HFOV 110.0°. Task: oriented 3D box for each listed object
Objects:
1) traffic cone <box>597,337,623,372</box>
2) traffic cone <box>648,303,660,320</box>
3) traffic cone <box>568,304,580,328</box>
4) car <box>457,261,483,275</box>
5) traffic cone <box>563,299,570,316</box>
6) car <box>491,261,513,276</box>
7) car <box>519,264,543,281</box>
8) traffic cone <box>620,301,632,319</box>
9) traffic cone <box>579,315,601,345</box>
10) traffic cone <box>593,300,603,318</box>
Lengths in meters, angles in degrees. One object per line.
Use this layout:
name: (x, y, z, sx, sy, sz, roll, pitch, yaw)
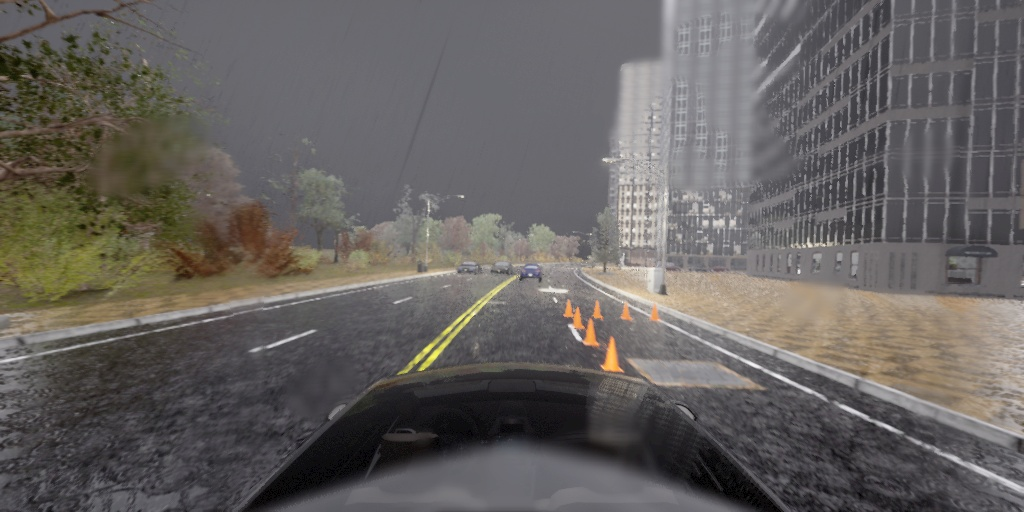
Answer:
traffic cone: (1.823, 1.786, 6.586, 0.340, 0.580, 0.340, 0, 0, 1)
traffic cone: (4.969, 1.919, 12.509, 0.340, 0.580, 0.340, 0, 0, 1)
traffic cone: (1.922, 1.799, 10.585, 0.340, 0.580, 0.340, 0, 0, 1)
car: (-4.352, 1.229, 37.520, 1.994, 1.385, 4.181, 2, 0, 7)
traffic cone: (1.972, 1.805, 12.584, 0.340, 0.580, 0.340, 0, 0, 1)
car: (-0.987, 1.272, 38.274, 1.882, 1.535, 5.008, 2, 0, 7)
car: (1.759, 1.411, 32.029, 1.812, 1.442, 4.674, 2, 0, 6)
traffic cone: (3.970, 1.881, 12.534, 0.340, 0.580, 0.340, 0, 0, 1)
traffic cone: (1.873, 1.792, 8.585, 0.340, 0.580, 0.340, 0, 0, 1)
traffic cone: (2.971, 1.843, 12.559, 0.340, 0.580, 0.340, 0, 0, 1)
